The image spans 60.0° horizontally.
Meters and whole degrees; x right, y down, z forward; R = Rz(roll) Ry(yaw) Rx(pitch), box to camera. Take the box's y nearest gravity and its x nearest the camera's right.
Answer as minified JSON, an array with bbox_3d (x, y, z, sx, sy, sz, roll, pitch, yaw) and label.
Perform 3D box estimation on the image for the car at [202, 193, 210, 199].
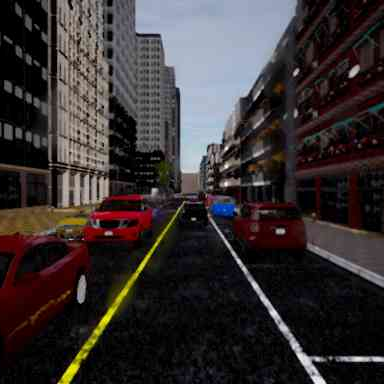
[{"bbox_3d":[2.681,1.195,40.244,2.192,1.841,5.009,0,0,0],"label":"car"}]

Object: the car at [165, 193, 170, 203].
[{"bbox_3d":[-5.703,1.373,62.446,2.008,1.369,4.403,0,0,0],"label":"car"}]

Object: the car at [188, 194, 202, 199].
[{"bbox_3d":[0.089,1.425,46.882,1.994,1.385,4.181,0,0,0],"label":"car"}]

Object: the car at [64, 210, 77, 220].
[{"bbox_3d":[-5.695,1.470,17.869,1.752,1.417,4.829,0,0,0],"label":"car"}]

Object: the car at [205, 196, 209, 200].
[{"bbox_3d":[2.682,1.446,34.694,2.008,1.369,4.403,0,0,0],"label":"car"}]

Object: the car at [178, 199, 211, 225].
[{"bbox_3d":[0.097,1.432,23.082,1.837,1.490,4.892,0,0,0],"label":"car"}]

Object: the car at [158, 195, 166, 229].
[{"bbox_3d":[-3.004,1.287,20.919,2.097,1.767,4.553,0,0,0],"label":"car"}]

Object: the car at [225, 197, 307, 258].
[{"bbox_3d":[2.686,1.276,12.490,2.192,1.841,5.009,0,0,0],"label":"car"}]

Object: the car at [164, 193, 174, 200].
[{"bbox_3d":[-5.707,1.083,84.649,2.192,1.841,5.009,0,0,0],"label":"car"}]

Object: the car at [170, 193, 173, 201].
[{"bbox_3d":[-5.705,1.376,73.548,1.802,1.307,4.206,0,0,0],"label":"car"}]

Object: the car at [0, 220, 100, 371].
[{"bbox_3d":[-3.083,1.462,5.069,1.882,1.535,5.008,0,0,0],"label":"car"}]

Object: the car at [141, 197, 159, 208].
[{"bbox_3d":[-5.700,1.416,45.794,2.008,1.369,4.403,0,0,0],"label":"car"}]

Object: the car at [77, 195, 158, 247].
[{"bbox_3d":[-3.074,1.174,15.137,2.150,2.045,5.566,0,0,0],"label":"car"}]

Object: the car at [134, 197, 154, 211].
[{"bbox_3d":[-5.700,1.406,40.072,1.752,1.417,4.829,0,0,0],"label":"car"}]

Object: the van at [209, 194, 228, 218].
[{"bbox_3d":[2.683,1.252,29.143,1.690,1.788,3.998,0,0,0],"label":"van"}]

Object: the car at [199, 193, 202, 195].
[{"bbox_3d":[2.672,1.070,90.203,2.192,1.841,5.009,0,0,0],"label":"car"}]

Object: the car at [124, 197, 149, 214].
[{"bbox_3d":[-5.699,1.335,34.691,1.967,1.590,4.097,0,0,0],"label":"car"}]
